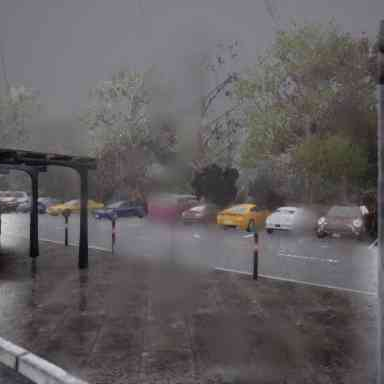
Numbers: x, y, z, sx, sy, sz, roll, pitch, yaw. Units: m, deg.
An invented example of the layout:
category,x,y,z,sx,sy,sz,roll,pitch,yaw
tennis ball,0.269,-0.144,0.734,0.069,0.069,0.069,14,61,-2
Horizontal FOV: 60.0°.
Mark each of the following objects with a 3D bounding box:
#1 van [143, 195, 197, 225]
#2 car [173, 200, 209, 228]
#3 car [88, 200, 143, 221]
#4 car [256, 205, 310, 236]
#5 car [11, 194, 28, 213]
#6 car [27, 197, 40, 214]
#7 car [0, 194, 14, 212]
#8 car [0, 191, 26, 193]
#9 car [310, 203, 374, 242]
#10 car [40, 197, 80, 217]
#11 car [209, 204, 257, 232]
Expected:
category,x,y,z,sx,sy,sz,roll,pitch,yaw
van,-1.068,1.199,23.578,1.878,1.987,4.442,1,0,35
car,1.125,1.491,21.878,2.002,1.452,4.674,1,0,35
car,-5.683,1.405,26.668,2.163,1.488,4.792,1,0,35
car,5.657,1.541,18.669,2.002,1.452,4.674,1,0,35
car,-14.723,1.277,33.113,2.231,1.521,4.892,1,0,35
car,-12.445,1.330,31.528,2.163,1.488,4.792,1,0,35
car,-16.988,1.251,34.716,2.097,1.535,5.008,1,0,35
car,-21.537,0.950,37.896,2.435,2.045,5.566,1,0,35
car,7.943,1.402,17.092,2.185,1.767,4.553,1,0,35
car,-10.304,1.323,29.749,1.946,1.575,5.366,1,0,35
car,3.391,1.476,20.271,2.097,1.535,5.008,1,0,35
